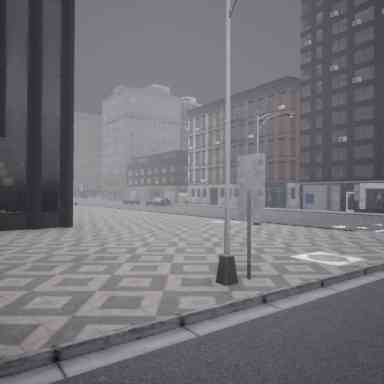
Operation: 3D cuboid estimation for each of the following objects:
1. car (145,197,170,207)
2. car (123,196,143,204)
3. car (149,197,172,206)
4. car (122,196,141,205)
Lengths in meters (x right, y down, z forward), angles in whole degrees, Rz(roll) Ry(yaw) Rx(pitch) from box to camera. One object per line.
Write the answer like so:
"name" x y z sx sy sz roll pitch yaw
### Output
"car" -5.938 1.624 54.267 1.812 1.442 4.674 1 0 -36
"car" -12.319 1.639 68.853 2.128 1.511 4.902 1 0 -36
"car" -5.747 1.638 59.692 1.837 1.490 4.892 1 0 -36
"car" -11.388 1.713 61.806 1.895 1.301 4.718 1 0 -36
